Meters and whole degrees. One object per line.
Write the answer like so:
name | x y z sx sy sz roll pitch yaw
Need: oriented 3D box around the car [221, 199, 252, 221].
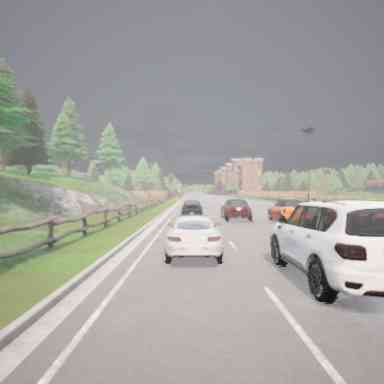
car | 3.518 1.334 27.040 2.097 1.767 4.553 0 0 0

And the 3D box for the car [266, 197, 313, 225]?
car | 7.025 1.328 24.522 2.097 1.767 4.553 0 0 0

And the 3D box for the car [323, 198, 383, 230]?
car | 10.535 1.323 21.812 2.097 1.767 4.553 0 0 0

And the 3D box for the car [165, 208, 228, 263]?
car | 0.062 1.520 11.875 1.812 1.442 4.674 0 0 0

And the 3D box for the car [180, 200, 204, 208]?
car | 0.007 1.492 29.848 1.837 1.490 4.892 0 0 0

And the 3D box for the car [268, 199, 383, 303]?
car | 3.574 1.211 8.309 2.150 2.045 5.566 0 0 0
